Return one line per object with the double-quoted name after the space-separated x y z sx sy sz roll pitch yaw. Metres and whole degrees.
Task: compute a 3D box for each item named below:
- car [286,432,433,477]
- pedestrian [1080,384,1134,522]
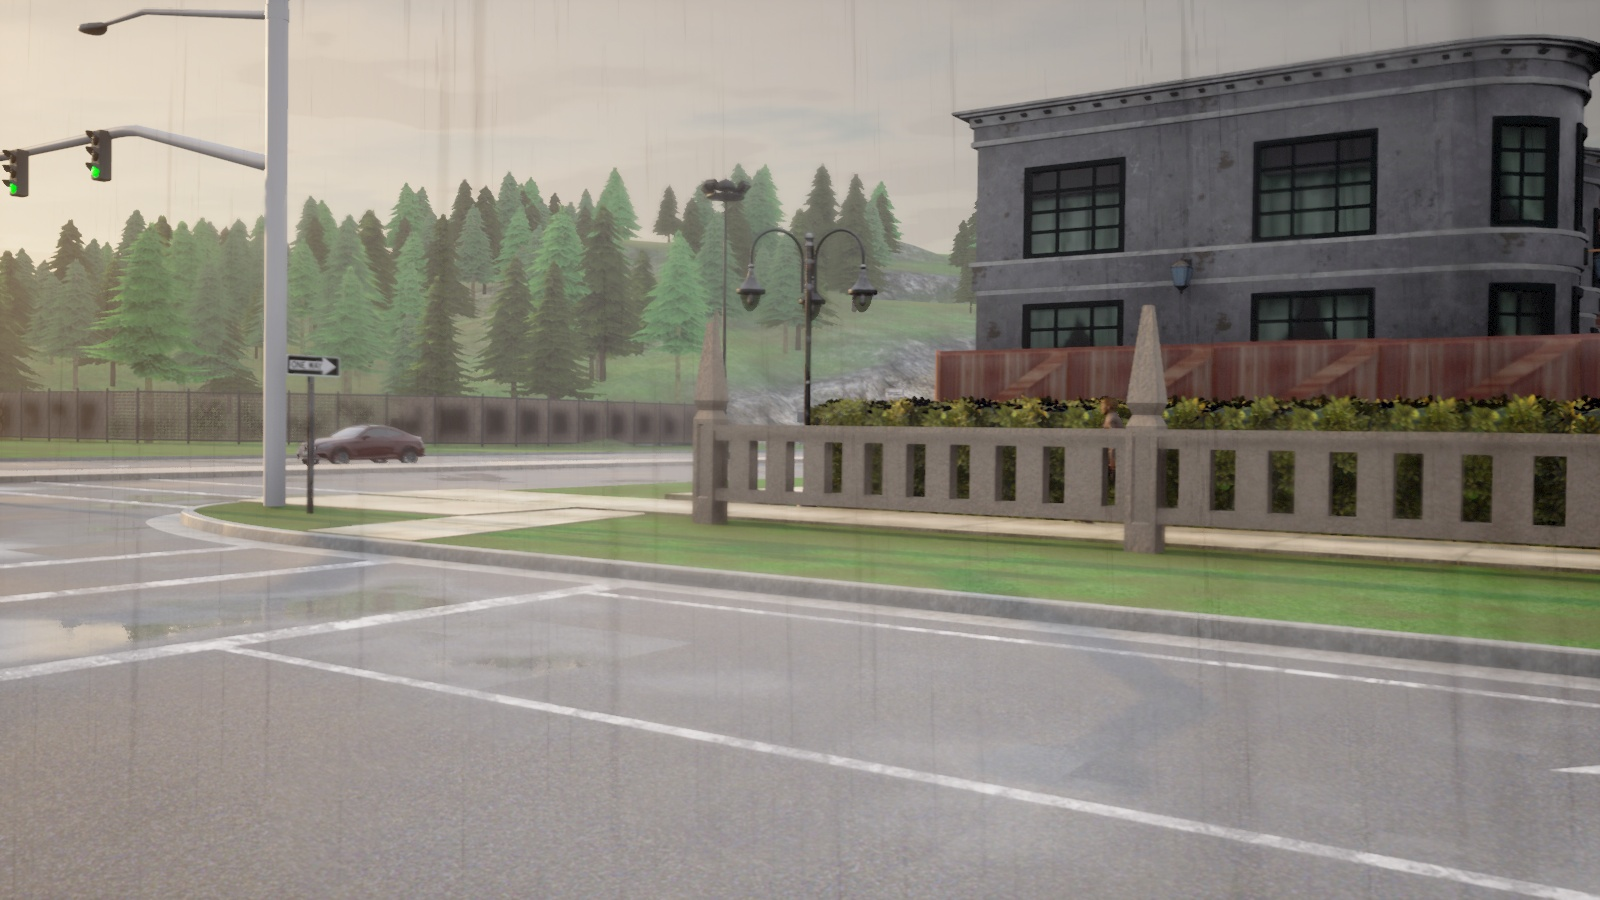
-15.373 0.119 44.038 1.812 1.442 4.674 0 1 34 "car"
4.192 0.041 17.138 0.634 1.846 0.331 0 1 37 "pedestrian"
